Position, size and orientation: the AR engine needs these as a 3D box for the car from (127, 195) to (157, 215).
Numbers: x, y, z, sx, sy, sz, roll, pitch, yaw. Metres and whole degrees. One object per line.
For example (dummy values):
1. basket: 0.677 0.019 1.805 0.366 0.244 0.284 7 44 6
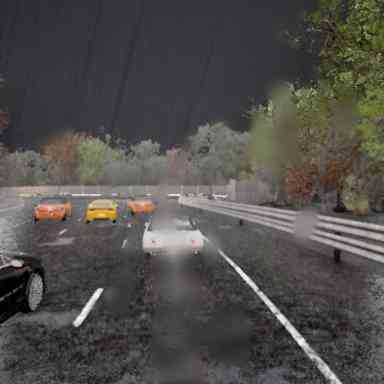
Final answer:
1. car: -4.946 1.134 31.392 2.097 1.767 4.553 0 0 -16

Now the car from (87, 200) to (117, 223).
1. car: -6.473 1.319 24.005 1.882 1.535 5.008 0 0 -13

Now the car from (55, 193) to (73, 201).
1. car: -28.582 1.064 74.241 2.128 1.511 4.902 -1 1 -43

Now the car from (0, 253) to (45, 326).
1. car: -3.698 1.468 4.586 2.128 1.511 4.902 0 0 -3

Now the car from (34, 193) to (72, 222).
1. car: -10.317 1.198 25.004 2.097 1.767 4.553 0 0 -14

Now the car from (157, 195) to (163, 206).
1. car: -5.402 1.151 48.338 2.128 1.511 4.902 0 0 4

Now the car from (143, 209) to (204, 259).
1. car: -0.789 1.512 12.245 1.895 1.301 4.718 0 0 -6
